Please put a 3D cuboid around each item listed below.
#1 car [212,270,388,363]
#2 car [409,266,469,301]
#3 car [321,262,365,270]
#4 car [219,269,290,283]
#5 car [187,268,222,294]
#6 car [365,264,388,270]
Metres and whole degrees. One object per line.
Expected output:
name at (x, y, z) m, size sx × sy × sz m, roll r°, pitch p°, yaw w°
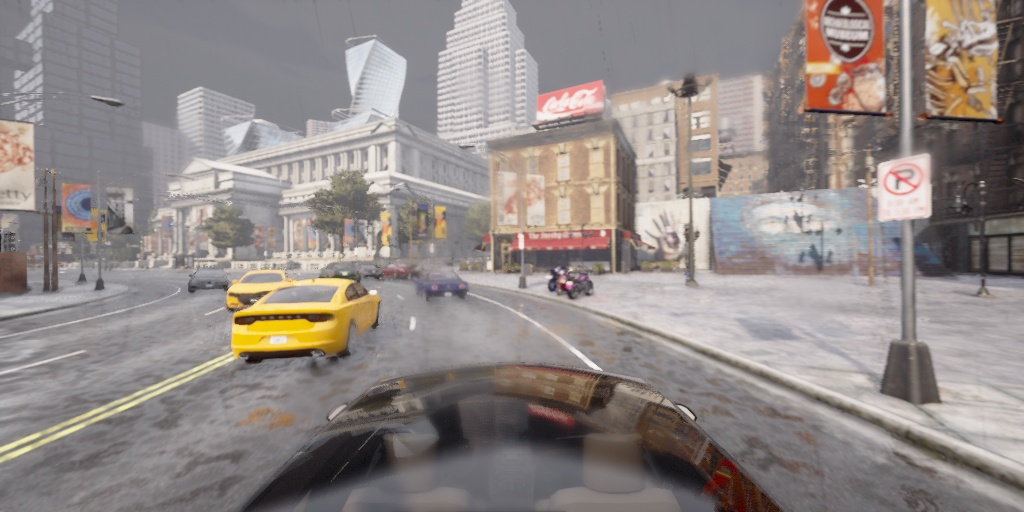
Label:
car at (-4.416, 1.274, 8.512) m, size 1.882 × 1.535 × 5.008 m, roll 0°, pitch 0°, yaw -11°
car at (-3.618, 1.381, 17.578) m, size 1.895 × 1.301 × 4.718 m, roll -1°, pitch 0°, yaw -23°
car at (-12.327, 1.229, 25.539) m, size 2.097 × 1.767 × 4.553 m, roll -1°, pitch 0°, yaw -35°
car at (-10.450, 1.340, 15.284) m, size 1.882 × 1.535 × 5.008 m, roll 0°, pitch 0°, yaw -26°
car at (-19.063, 1.483, 22.639) m, size 1.812 × 1.442 × 4.674 m, roll 0°, pitch 0°, yaw -40°
car at (-13.702, 1.436, 32.804) m, size 2.033 × 1.411 × 5.357 m, roll -1°, pitch 0°, yaw -44°
